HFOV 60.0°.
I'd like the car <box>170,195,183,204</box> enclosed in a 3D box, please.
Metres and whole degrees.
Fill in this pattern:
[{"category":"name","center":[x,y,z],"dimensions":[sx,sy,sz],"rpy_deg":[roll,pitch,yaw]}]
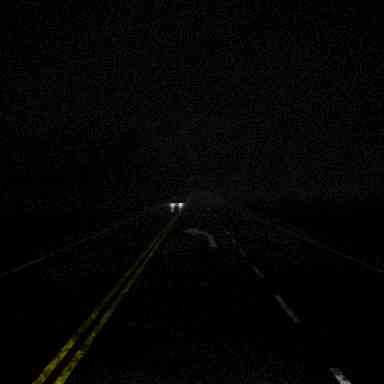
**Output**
[{"category":"car","center":[-2.846,1.359,61.646],"dimensions":[1.812,1.442,4.674],"rpy_deg":[0,1,1]}]
